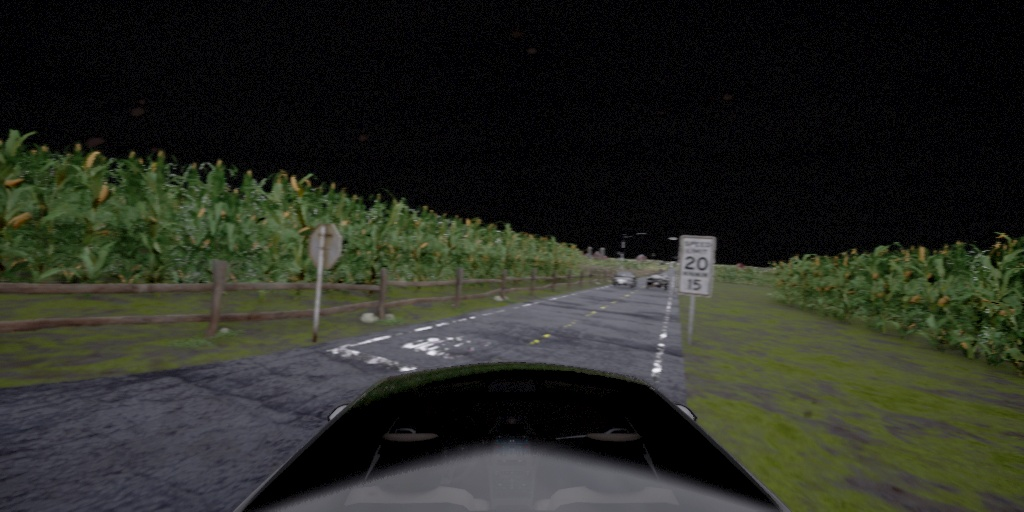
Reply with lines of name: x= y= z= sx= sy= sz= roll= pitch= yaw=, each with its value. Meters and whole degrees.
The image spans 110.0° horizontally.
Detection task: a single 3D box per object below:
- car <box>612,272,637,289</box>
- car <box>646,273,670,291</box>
car: x=11.196 y=2.310 z=35.385 sx=2.128 sy=1.511 sz=4.902 roll=5 pitch=0 yaw=25
car: x=14.832 y=2.600 z=36.492 sx=1.882 sy=1.535 sz=5.008 roll=5 pitch=0 yaw=25
